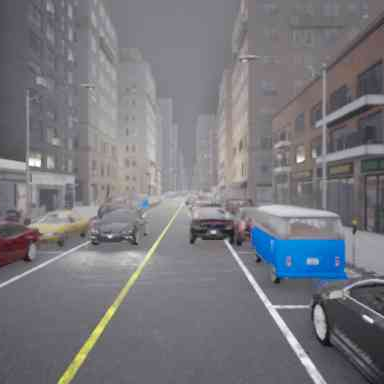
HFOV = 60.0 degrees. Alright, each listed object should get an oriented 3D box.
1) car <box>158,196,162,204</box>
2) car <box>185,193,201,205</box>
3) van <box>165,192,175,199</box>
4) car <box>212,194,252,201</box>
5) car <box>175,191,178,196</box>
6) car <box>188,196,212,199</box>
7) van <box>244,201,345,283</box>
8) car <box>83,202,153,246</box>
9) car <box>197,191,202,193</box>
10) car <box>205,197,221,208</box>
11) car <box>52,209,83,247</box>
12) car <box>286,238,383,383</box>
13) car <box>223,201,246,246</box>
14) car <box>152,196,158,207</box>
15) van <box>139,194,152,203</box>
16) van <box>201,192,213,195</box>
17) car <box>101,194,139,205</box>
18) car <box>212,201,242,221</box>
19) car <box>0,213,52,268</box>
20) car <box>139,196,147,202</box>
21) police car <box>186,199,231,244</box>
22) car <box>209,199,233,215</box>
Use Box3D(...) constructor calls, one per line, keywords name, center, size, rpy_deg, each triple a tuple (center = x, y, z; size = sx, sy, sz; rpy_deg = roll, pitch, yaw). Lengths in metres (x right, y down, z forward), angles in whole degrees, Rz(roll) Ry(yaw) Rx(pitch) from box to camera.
Box3D(name="car", center=(-5.852, 1.278, 48.697), size=(1.752, 1.417, 4.829), rpy_deg=(0, 0, 0))
Box3D(name="car", center=(0.006, 1.310, 49.873), size=(1.994, 1.385, 4.181), rpy_deg=(0, 0, 0))
Box3D(name="van", center=(-5.848, 0.894, 81.728), size=(1.690, 1.788, 3.998), rpy_deg=(0, 0, 0))
Box3D(name="car", center=(2.670, 1.214, 20.533), size=(2.192, 1.841, 5.009), rpy_deg=(0, 0, 0))
Box3D(name="car", center=(-5.847, 0.796, 92.900), size=(2.192, 1.841, 5.009), rpy_deg=(0, 0, 0))
Box3D(name="car", center=(0.790, 1.330, 25.696), size=(1.801, 1.575, 5.366), rpy_deg=(0, 0, 0))
Box3D(name="van", center=(2.669, 1.296, 9.195), size=(1.690, 1.788, 3.998), rpy_deg=(0, 0, 0))
Box3D(name="car", center=(-3.097, 1.431, 14.999), size=(1.837, 1.490, 4.892), rpy_deg=(0, 0, 0))
Box3D(name="car", center=(2.678, 0.993, 81.745), size=(1.967, 1.590, 4.097), rpy_deg=(0, 0, 0))
Box3D(name="car", center=(2.673, 1.366, 43.211), size=(1.802, 1.307, 4.206), rpy_deg=(0, 0, 0))
Box3D(name="car", center=(-5.856, 1.453, 14.686), size=(1.752, 1.417, 4.829), rpy_deg=(0, 0, 0))
Box3D(name="car", center=(2.669, 1.534, 3.527), size=(2.008, 1.369, 4.403), rpy_deg=(0, 0, 0))
Box3D(name="car", center=(2.670, 1.368, 14.865), size=(1.967, 1.590, 4.097), rpy_deg=(0, 0, 0))
Box3D(name="car", center=(-5.852, 1.310, 43.027), size=(1.752, 1.417, 4.829), rpy_deg=(0, 0, 0))
Box3D(name="van", center=(-5.854, 1.156, 37.527), size=(1.690, 1.788, 3.998), rpy_deg=(0, 0, 0))
Box3D(name="van", center=(2.674, 1.093, 48.880), size=(1.690, 1.788, 3.998), rpy_deg=(0, 0, 0))
Box3D(name="car", center=(-5.855, 1.186, 26.192), size=(2.192, 1.841, 5.009), rpy_deg=(0, 0, 0))
Box3D(name="car", center=(2.671, 1.437, 26.204), size=(1.947, 1.339, 4.313), rpy_deg=(0, 0, 0))
Box3D(name="car", center=(-5.856, 1.500, 9.187), size=(1.887, 1.381, 4.507), rpy_deg=(0, 0, 0))
Box3D(name="car", center=(-5.854, 1.394, 31.860), size=(2.008, 1.369, 4.403), rpy_deg=(0, 0, 0))
Box3D(name="police car", center=(0.799, 1.349, 15.601), size=(1.930, 1.638, 5.238), rpy_deg=(0, 0, -1))
Box3D(name="car", center=(2.671, 1.409, 31.873), size=(1.947, 1.339, 4.313), rpy_deg=(0, 0, 0))
